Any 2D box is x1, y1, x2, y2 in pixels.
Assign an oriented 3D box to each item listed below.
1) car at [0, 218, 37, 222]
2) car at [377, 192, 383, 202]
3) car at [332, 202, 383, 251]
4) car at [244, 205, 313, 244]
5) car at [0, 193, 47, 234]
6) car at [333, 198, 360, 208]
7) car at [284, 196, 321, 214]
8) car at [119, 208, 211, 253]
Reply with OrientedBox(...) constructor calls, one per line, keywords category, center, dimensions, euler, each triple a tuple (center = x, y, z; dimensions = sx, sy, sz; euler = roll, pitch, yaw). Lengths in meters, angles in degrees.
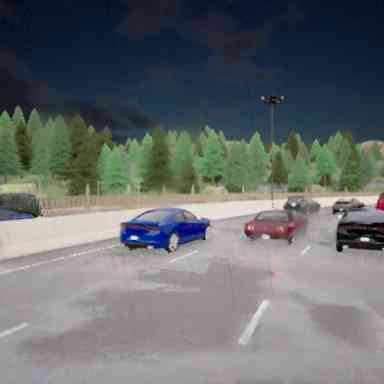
OrientedBox(category="car", center=(-8.872, 1.390, 13.346), dimensions=(1.882, 1.535, 5.008), euler=(0, 0, 25))
OrientedBox(category="car", center=(17.320, 1.022, 28.253), dimensions=(2.150, 2.045, 5.566), euler=(0, 0, 41))
OrientedBox(category="car", center=(6.845, 1.387, 13.082), dimensions=(1.882, 1.535, 5.008), euler=(0, 0, 28))
OrientedBox(category="car", center=(4.058, 1.496, 15.314), dimensions=(1.895, 1.301, 4.718), euler=(0, 0, 29))
OrientedBox(category="car", center=(-10.724, 1.106, 17.567), dimensions=(2.150, 2.045, 5.566), euler=(0, 0, 26))
OrientedBox(category="car", center=(14.088, 1.286, 29.771), dimensions=(2.128, 1.511, 4.902), euler=(0, 0, 39))
OrientedBox(category="car", center=(10.097, 1.145, 30.371), dimensions=(2.097, 1.767, 4.553), euler=(0, 1, 38))
OrientedBox(category="car", center=(-0.843, 1.387, 13.449), dimensions=(1.882, 1.535, 5.008), euler=(0, 0, 27))
